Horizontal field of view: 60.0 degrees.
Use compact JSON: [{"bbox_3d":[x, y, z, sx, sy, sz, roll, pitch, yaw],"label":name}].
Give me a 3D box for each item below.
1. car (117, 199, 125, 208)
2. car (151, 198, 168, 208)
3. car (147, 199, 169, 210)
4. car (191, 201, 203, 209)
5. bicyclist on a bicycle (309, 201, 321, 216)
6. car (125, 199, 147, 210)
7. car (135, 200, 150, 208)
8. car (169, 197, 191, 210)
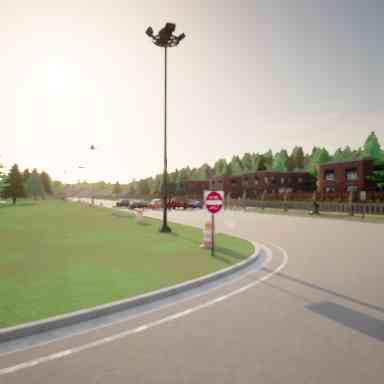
[{"bbox_3d":[-13.013,2.120,63.656,2.097,1.767,4.553,0,-1,-22],"label":"car"},{"bbox_3d":[-6.512,2.165,66.250,2.097,1.767,4.553,0,-1,-22],"label":"car"},{"bbox_3d":[-5.930,2.033,55.497,2.097,1.767,4.553,0,-1,-21],"label":"car"},{"bbox_3d":[0.494,2.255,58.280,1.812,1.442,4.674,0,-1,-21],"label":"car"},{"bbox_3d":[13.489,1.787,36.547,1.656,1.620,0.582,0,-1,-22],"label":"bicyclist on a bicycle"},{"bbox_3d":[-9.114,2.161,54.019,1.837,1.490,4.892,0,-1,-21],"label":"car"},{"bbox_3d":[-9.774,2.355,64.979,1.994,1.385,4.181,0,-1,-22],"label":"car"},{"bbox_3d":[-2.580,1.922,56.537,2.150,2.045,5.566,0,-1,-22],"label":"car"}]
